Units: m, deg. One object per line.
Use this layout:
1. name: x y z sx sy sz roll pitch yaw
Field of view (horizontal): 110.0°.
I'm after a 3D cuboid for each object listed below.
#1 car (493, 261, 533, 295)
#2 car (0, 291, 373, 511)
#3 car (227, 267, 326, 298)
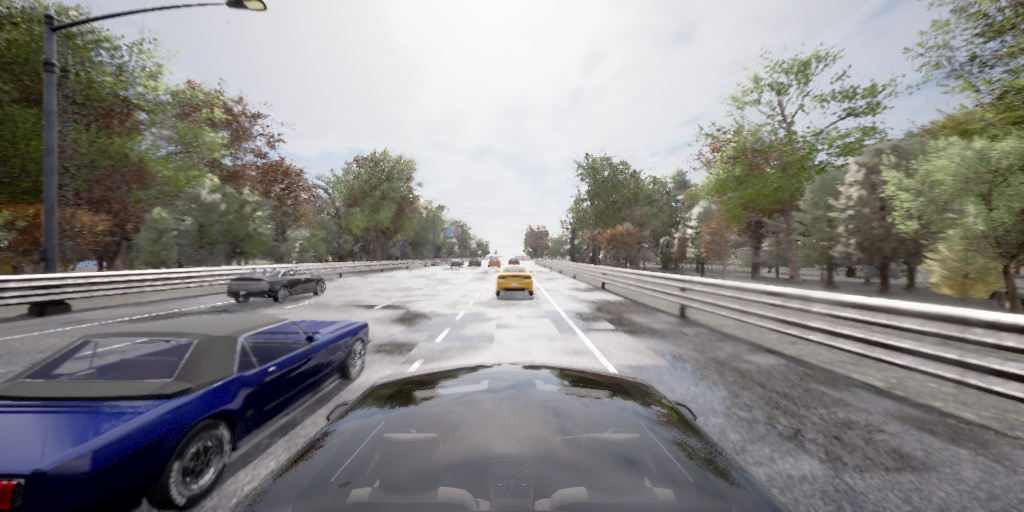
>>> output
1. car: 0.137 1.228 19.960 1.882 1.535 5.008 0 0 0
2. car: -3.398 1.350 4.261 1.895 1.301 4.718 0 0 0
3. car: -10.374 1.239 16.269 2.128 1.511 4.902 0 0 0
